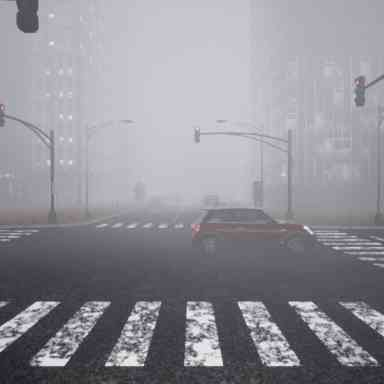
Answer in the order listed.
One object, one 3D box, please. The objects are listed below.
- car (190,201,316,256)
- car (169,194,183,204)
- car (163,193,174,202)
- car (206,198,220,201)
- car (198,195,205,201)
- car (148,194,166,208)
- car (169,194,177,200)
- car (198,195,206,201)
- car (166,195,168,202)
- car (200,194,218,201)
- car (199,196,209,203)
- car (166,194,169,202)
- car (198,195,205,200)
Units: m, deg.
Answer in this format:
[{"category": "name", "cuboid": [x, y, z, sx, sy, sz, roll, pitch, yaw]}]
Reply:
[{"category": "car", "cuboid": [2.214, 1.346, 12.503, 4.553, 1.767, 2.097, 0, 0, 0]}, {"category": "car", "cuboid": [-2.762, 1.319, 64.375, 2.097, 1.767, 4.553, 0, 0, 0]}, {"category": "car", "cuboid": [-5.343, 1.272, 76.281, 2.192, 1.841, 5.009, -1, 0, 0]}, {"category": "car", "cuboid": [2.516, 1.569, 32.111, 1.802, 1.307, 4.206, -1, 0, 0]}, {"category": "car", "cuboid": [2.538, 1.473, 87.526, 1.752, 1.417, 4.829, -1, 0, 0]}, {"category": "car", "cuboid": [-5.336, 1.418, 48.658, 1.967, 1.590, 4.097, -1, 0, 0]}, {"category": "car", "cuboid": [-5.344, 1.383, 92.854, 1.967, 1.590, 4.097, -1, 0, 0]}, {"category": "car", "cuboid": [2.540, 1.534, 81.832, 1.802, 1.307, 4.206, -1, 0, 0]}, {"category": "car", "cuboid": [-5.335, 1.556, 54.183, 1.802, 1.307, 4.206, -1, 0, 0]}, {"category": "car", "cuboid": [2.531, 1.296, 43.160, 2.192, 1.841, 5.009, -1, 0, 0]}, {"category": "car", "cuboid": [2.541, 1.507, 70.783, 1.887, 1.381, 4.507, -1, 0, 0]}, {"category": "car", "cuboid": [-5.340, 1.402, 70.756, 1.967, 1.590, 4.097, -1, 0, 0]}, {"category": "car", "cuboid": [2.537, 1.487, 92.881, 1.887, 1.381, 4.507, -1, 0, 0]}]
